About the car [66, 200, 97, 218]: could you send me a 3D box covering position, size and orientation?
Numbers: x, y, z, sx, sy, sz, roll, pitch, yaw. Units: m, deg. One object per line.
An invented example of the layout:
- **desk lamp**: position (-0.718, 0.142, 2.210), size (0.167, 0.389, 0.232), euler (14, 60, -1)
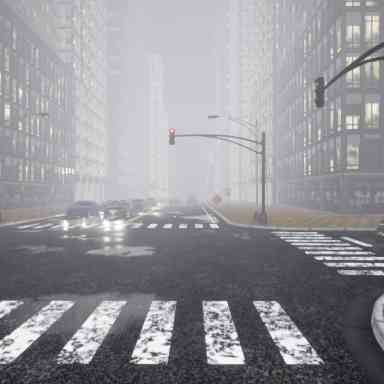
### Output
- **car**: position (-9.862, 1.503, 30.408), size (1.882, 1.535, 5.008), euler (0, 0, 0)

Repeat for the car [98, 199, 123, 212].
- **car**: position (-9.865, 1.609, 40.496), size (1.994, 1.385, 4.181), euler (0, 0, -1)

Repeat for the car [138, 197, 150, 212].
- **car**: position (-6.611, 1.522, 40.388), size (1.882, 1.535, 5.008), euler (0, 0, 0)

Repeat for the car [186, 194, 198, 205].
- **car**: position (-0.016, 1.606, 60.194), size (1.837, 1.490, 4.892), euler (0, 0, 0)

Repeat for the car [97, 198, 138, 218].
- **car**: position (-6.609, 1.517, 30.160), size (2.128, 1.511, 4.902), euler (0, 0, 0)

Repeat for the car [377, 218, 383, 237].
- **car**: position (11.017, 1.366, 15.190), size (4.553, 1.767, 2.097), euler (0, 0, 1)

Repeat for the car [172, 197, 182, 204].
- **car**: position (-3.202, 1.703, 70.366), size (1.994, 1.385, 4.181), euler (0, 0, 0)

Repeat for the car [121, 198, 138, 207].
- **car**: position (-9.851, 1.640, 52.548), size (1.994, 1.385, 4.181), euler (0, 0, 0)

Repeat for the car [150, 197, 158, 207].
- **car**: position (-6.598, 1.603, 52.878), size (1.812, 1.442, 4.674), euler (0, 0, 0)

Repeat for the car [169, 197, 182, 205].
- **car**: position (-3.168, 1.592, 60.038), size (2.128, 1.511, 4.902), euler (0, 0, 0)
